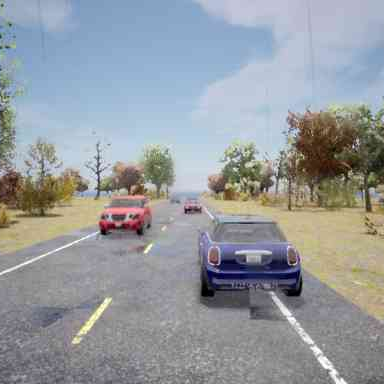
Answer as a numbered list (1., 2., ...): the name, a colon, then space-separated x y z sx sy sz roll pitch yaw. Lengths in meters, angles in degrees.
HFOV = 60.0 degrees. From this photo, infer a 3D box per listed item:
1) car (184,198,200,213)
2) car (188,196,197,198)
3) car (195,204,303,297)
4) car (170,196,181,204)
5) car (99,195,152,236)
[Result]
1. car: 0.122 1.642 36.718 1.895 1.301 4.718 0 0 0
2. car: 0.079 1.424 46.602 2.097 1.767 4.553 0 0 0
3. car: 1.236 1.352 8.762 2.097 1.767 4.553 0 0 0
4. car: -3.407 1.646 68.231 1.837 1.490 4.892 0 0 0
5. car: -3.575 1.226 18.895 2.150 2.045 5.566 0 0 0
